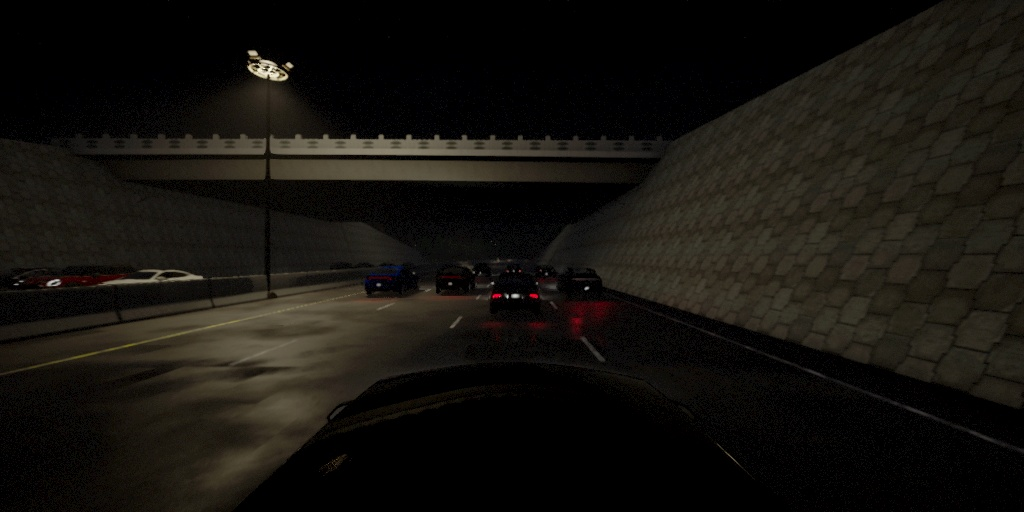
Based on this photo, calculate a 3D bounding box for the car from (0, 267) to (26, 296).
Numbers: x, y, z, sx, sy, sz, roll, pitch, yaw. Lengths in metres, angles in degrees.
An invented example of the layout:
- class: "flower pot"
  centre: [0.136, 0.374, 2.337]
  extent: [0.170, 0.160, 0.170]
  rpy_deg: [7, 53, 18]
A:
- class: "car"
  centre: [-28.076, 1.338, 17.517]
  extent: [1.882, 1.535, 5.008]
  rpy_deg: [0, 0, 0]

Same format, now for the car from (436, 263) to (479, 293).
- class: "car"
  centre: [-3.369, 1.371, 22.091]
  extent: [1.882, 1.535, 5.008]
  rpy_deg: [0, 0, 0]

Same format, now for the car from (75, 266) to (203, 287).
- class: "car"
  centre: [-17.576, 1.387, 17.582]
  extent: [1.812, 1.442, 4.674]
  rpy_deg: [0, 0, 0]

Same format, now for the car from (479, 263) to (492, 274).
- class: "car"
  centre: [-3.338, 1.527, 40.239]
  extent: [1.837, 1.490, 4.892]
  rpy_deg: [0, 0, 0]

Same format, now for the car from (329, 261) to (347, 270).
- class: "car"
  centre: [-27.961, 1.643, 58.641]
  extent: [2.128, 1.511, 4.902]
  rpy_deg: [0, 0, 1]

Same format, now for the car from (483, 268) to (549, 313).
- class: "car"
  centre: [0.116, 1.387, 14.367]
  extent: [2.033, 1.411, 5.357]
  rpy_deg: [0, 0, 0]

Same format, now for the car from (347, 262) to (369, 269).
- class: "car"
  centre: [-24.454, 1.701, 59.086]
  extent: [2.033, 1.411, 5.357]
  rpy_deg: [0, 0, 1]

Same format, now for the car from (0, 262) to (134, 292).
- class: "car"
  centre: [-21.076, 1.214, 17.765]
  extent: [2.097, 1.767, 4.553]
  rpy_deg: [0, 0, 0]

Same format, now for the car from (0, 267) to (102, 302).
- class: "car"
  centre: [-24.575, 1.356, 18.124]
  extent: [2.128, 1.511, 4.902]
  rpy_deg: [0, 0, 0]

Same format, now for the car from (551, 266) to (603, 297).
- class: "car"
  centre: [3.626, 1.369, 19.745]
  extent: [2.128, 1.511, 4.902]
  rpy_deg: [0, 0, 0]

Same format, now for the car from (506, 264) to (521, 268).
- class: "car"
  centre: [0.158, 1.553, 37.938]
  extent: [2.033, 1.411, 5.357]
  rpy_deg: [0, 0, 0]

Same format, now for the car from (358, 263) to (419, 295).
- class: "car"
  centre: [-6.870, 1.363, 20.970]
  extent: [1.882, 1.535, 5.008]
  rpy_deg: [0, 0, 0]

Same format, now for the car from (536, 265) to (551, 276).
- class: "car"
  centre: [3.662, 1.623, 40.308]
  extent: [1.895, 1.301, 4.718]
  rpy_deg: [0, 0, 0]

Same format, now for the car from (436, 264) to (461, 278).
- class: "car"
  centre: [-6.841, 1.578, 39.204]
  extent: [1.994, 1.385, 4.181]
  rpy_deg: [0, 0, 0]
